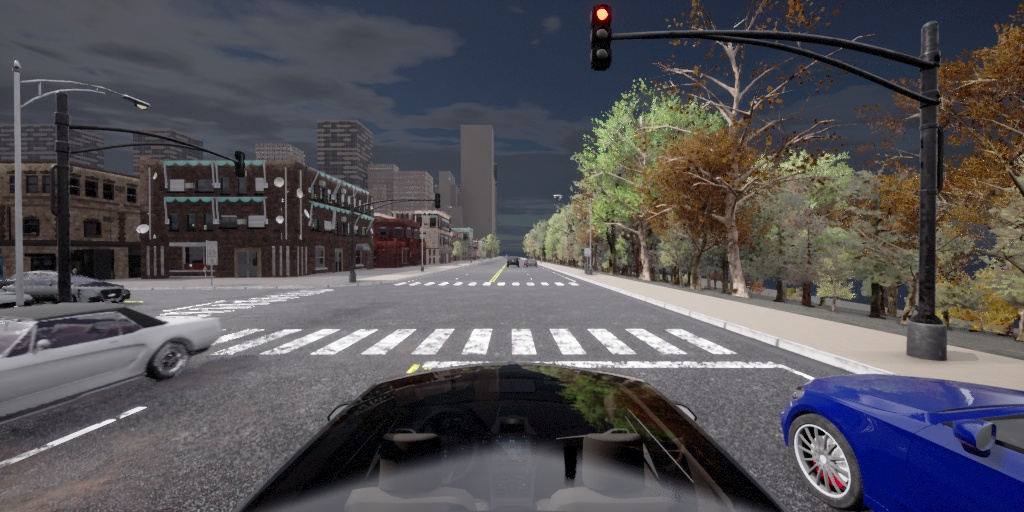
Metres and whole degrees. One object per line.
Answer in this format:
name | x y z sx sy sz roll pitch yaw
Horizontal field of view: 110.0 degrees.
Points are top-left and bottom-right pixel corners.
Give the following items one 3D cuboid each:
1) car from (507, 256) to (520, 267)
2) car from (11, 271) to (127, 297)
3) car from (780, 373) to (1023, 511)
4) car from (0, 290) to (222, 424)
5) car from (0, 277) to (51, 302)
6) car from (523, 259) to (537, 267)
car | 0.218 0.948 63.727 2.150 2.045 5.566 0 0 1
car | -19.277 1.527 15.488 4.181 1.385 1.994 -1 1 0
car | 3.346 1.276 1.343 1.812 1.442 4.674 0 0 2
car | -6.396 1.350 4.444 1.895 1.301 4.718 0 0 1
car | -19.926 1.565 12.784 4.313 1.339 1.948 0 0 0
car | 3.470 1.218 63.887 2.128 1.511 4.902 0 0 0
